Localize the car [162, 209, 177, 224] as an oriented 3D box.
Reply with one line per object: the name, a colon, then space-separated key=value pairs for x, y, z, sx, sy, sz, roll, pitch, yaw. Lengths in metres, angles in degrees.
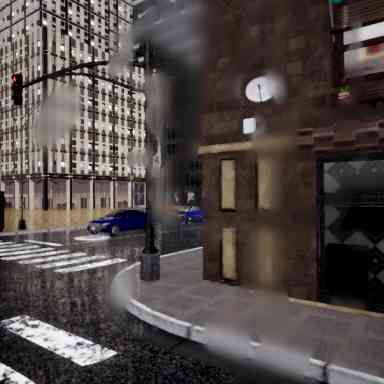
car: x=-3.503 y=1.893 z=25.906 sx=2.008 sy=1.369 sz=4.403 roll=-2 pitch=-2 yaw=35

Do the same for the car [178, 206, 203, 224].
car: x=1.270 y=1.862 z=27.947 sx=1.882 sy=1.535 sz=5.008 roll=-1 pitch=-1 yaw=35

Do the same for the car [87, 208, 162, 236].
car: x=-4.149 y=1.773 z=20.229 sx=1.812 sy=1.442 sz=4.674 roll=-1 pitch=-1 yaw=33
